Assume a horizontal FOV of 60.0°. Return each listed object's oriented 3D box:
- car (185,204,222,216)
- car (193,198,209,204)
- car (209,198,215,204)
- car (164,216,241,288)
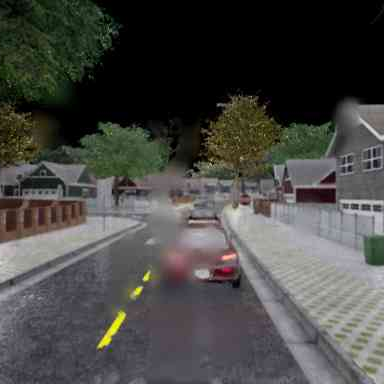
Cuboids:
[{"bbox_3d":[0.646,1.661,18.581,2.128,1.511,4.902,0,-1,3],"label":"car"},{"bbox_3d":[1.386,1.883,57.016,1.837,1.490,4.892,0,0,8],"label":"car"},{"bbox_3d":[3.918,1.936,72.558,2.033,1.411,5.357,0,0,10],"label":"car"},{"bbox_3d":[0.292,1.613,9.392,1.812,1.442,4.674,0,-1,2],"label":"car"}]
